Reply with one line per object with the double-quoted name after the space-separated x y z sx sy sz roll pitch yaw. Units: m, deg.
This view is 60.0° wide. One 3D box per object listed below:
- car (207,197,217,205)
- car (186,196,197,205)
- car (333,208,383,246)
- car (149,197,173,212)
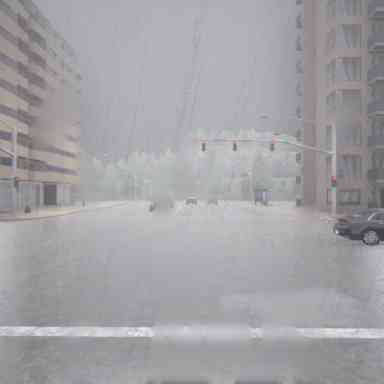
3.700 1.547 60.823 2.033 1.411 5.357 0 0 4 "car"
-0.044 1.526 60.052 1.812 1.442 4.674 0 0 0 "car"
8.786 1.505 14.590 4.892 1.490 1.837 0 0 1 "car"
-3.627 1.352 38.321 2.097 1.767 4.553 0 0 0 "car"
